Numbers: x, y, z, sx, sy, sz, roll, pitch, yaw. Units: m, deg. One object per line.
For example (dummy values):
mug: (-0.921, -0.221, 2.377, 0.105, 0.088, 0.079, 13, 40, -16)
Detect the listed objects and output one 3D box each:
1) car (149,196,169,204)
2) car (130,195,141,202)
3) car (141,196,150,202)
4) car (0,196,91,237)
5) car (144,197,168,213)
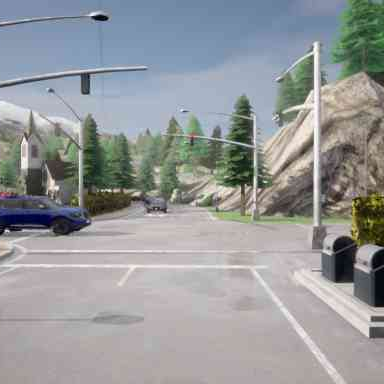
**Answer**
car: (-6.488, 1.547, 64.656, 2.033, 1.411, 5.357, 0, 0, -27)
car: (-12.355, 1.433, 73.210, 5.008, 1.535, 1.882, 0, 0, 42)
car: (-6.637, 1.505, 54.847, 1.837, 1.490, 4.892, 0, 0, -18)
car: (-8.318, 1.223, 17.682, 5.566, 2.045, 2.150, 0, 0, -1)
car: (-3.762, 1.564, 36.484, 1.994, 1.385, 4.181, 0, 0, -2)
